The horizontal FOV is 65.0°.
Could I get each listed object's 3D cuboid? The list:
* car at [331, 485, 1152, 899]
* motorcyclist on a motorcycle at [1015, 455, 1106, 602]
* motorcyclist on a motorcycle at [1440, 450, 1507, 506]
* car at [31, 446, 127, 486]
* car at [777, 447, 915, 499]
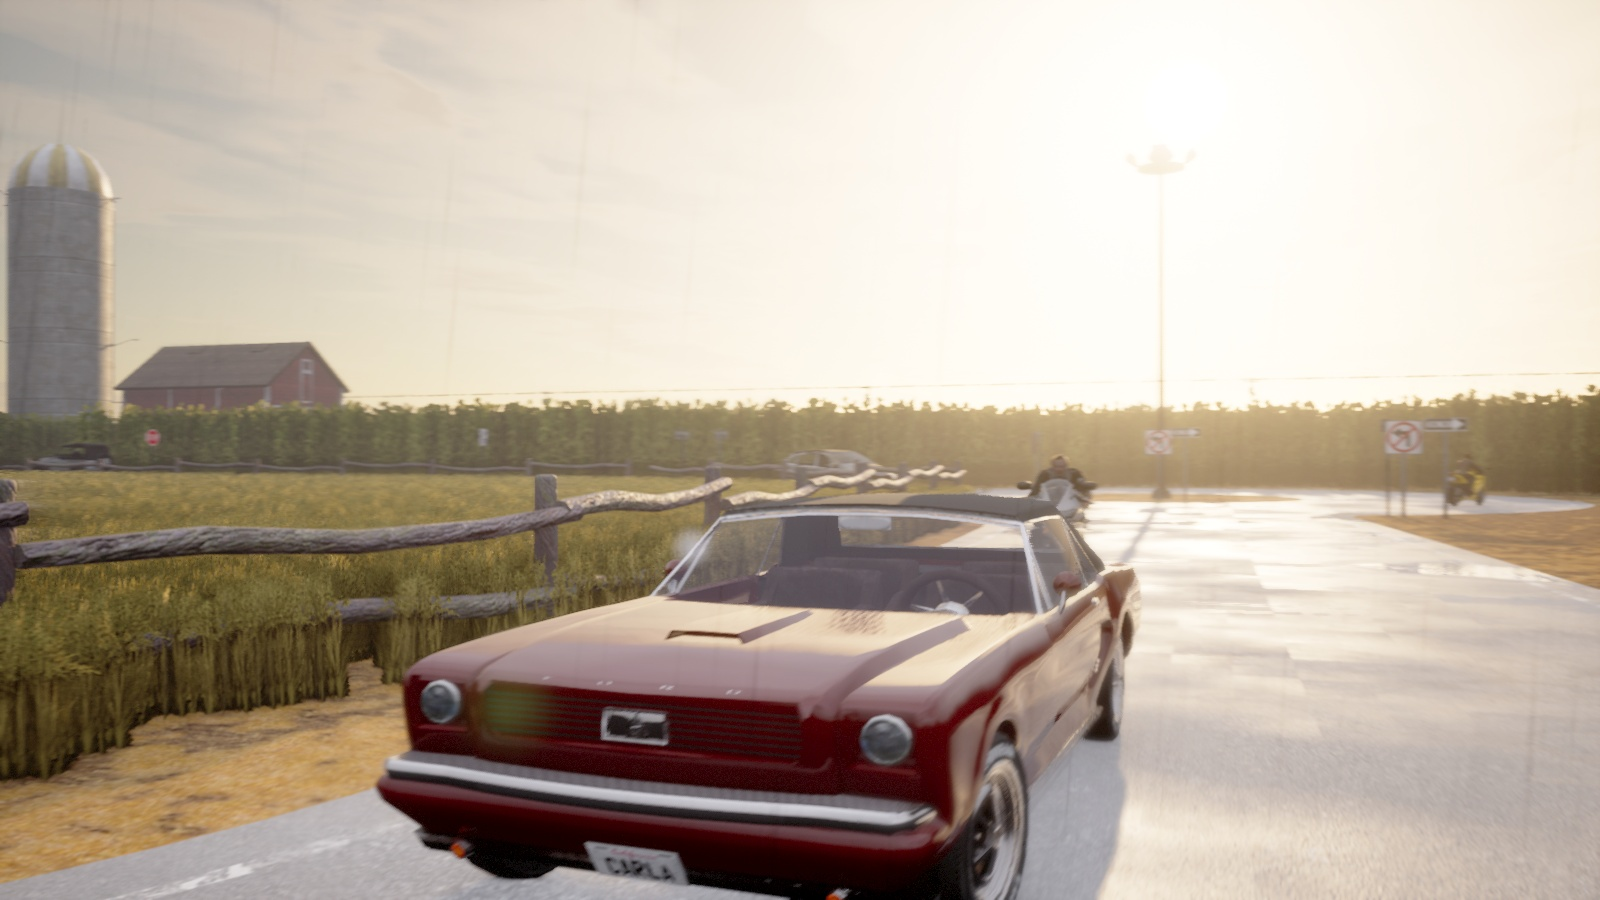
[{"bbox_3d":[0.340,0.868,5.616,1.895,1.301,4.718,0,0,21],"label":"car"},{"bbox_3d":[2.998,0.824,14.287,0.866,1.530,2.191,0,0,15],"label":"motorcyclist on a motorcycle"},{"bbox_3d":[19.026,0.776,35.451,2.044,1.523,0.797,0,-2,-35],"label":"motorcyclist on a motorcycle"},{"bbox_3d":[-34.688,0.757,60.447,3.866,1.878,1.905,0,0,19],"label":"car"},{"bbox_3d":[1.482,0.750,42.324,2.242,1.667,4.611,0,0,-37],"label":"car"}]
